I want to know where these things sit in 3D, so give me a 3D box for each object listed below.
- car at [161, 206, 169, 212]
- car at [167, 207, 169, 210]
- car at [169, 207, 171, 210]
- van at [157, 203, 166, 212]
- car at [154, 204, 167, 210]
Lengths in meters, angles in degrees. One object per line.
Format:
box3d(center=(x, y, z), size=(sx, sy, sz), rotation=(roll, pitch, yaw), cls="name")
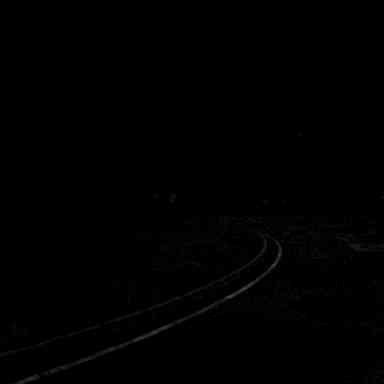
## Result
box3d(center=(-7.715, 4.945, 95.238), size=(2.185, 1.767, 4.553), rotation=(-1, -4, -2), cls="car")
box3d(center=(-6.884, 3.656, 73.126), size=(2.163, 1.488, 4.792), rotation=(-1, -4, -2), cls="car")
box3d(center=(-7.502, 4.744, 89.621), size=(2.002, 1.452, 4.674), rotation=(-1, -4, -2), cls="car")
box3d(center=(-7.099, 3.767, 78.738), size=(1.878, 1.987, 4.442), rotation=(-1, -4, -2), cls="van")
box3d(center=(-6.662, 3.309, 67.645), size=(2.002, 1.452, 4.674), rotation=(1, -4, -2), cls="car")
